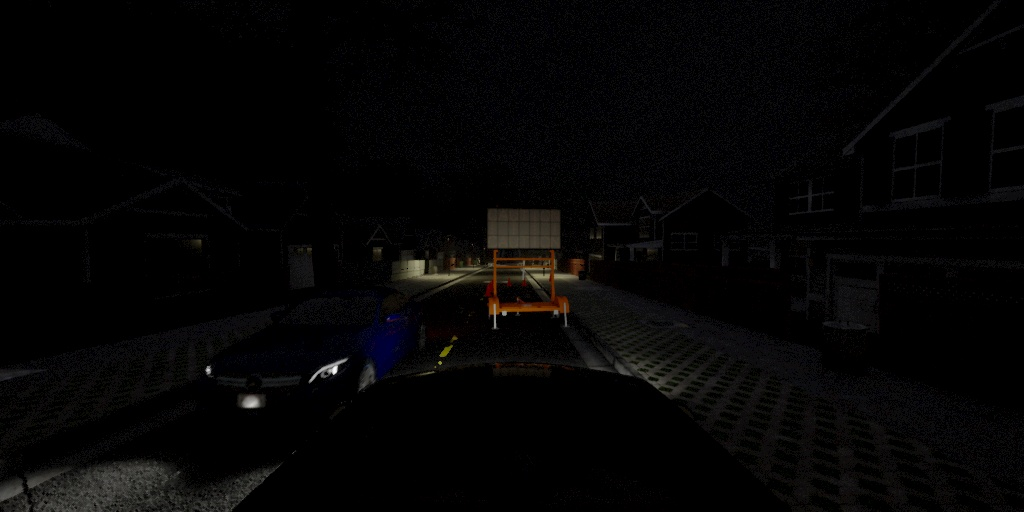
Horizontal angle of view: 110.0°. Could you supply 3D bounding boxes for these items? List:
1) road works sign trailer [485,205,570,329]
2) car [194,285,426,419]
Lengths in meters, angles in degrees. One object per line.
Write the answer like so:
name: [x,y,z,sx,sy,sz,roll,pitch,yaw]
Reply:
road works sign trailer: [0.354,0.209,11.324,2.380,3.560,2.880,0,0,-7]
car: [-2.753,1.272,6.116,1.812,1.442,4.674,0,0,0]
